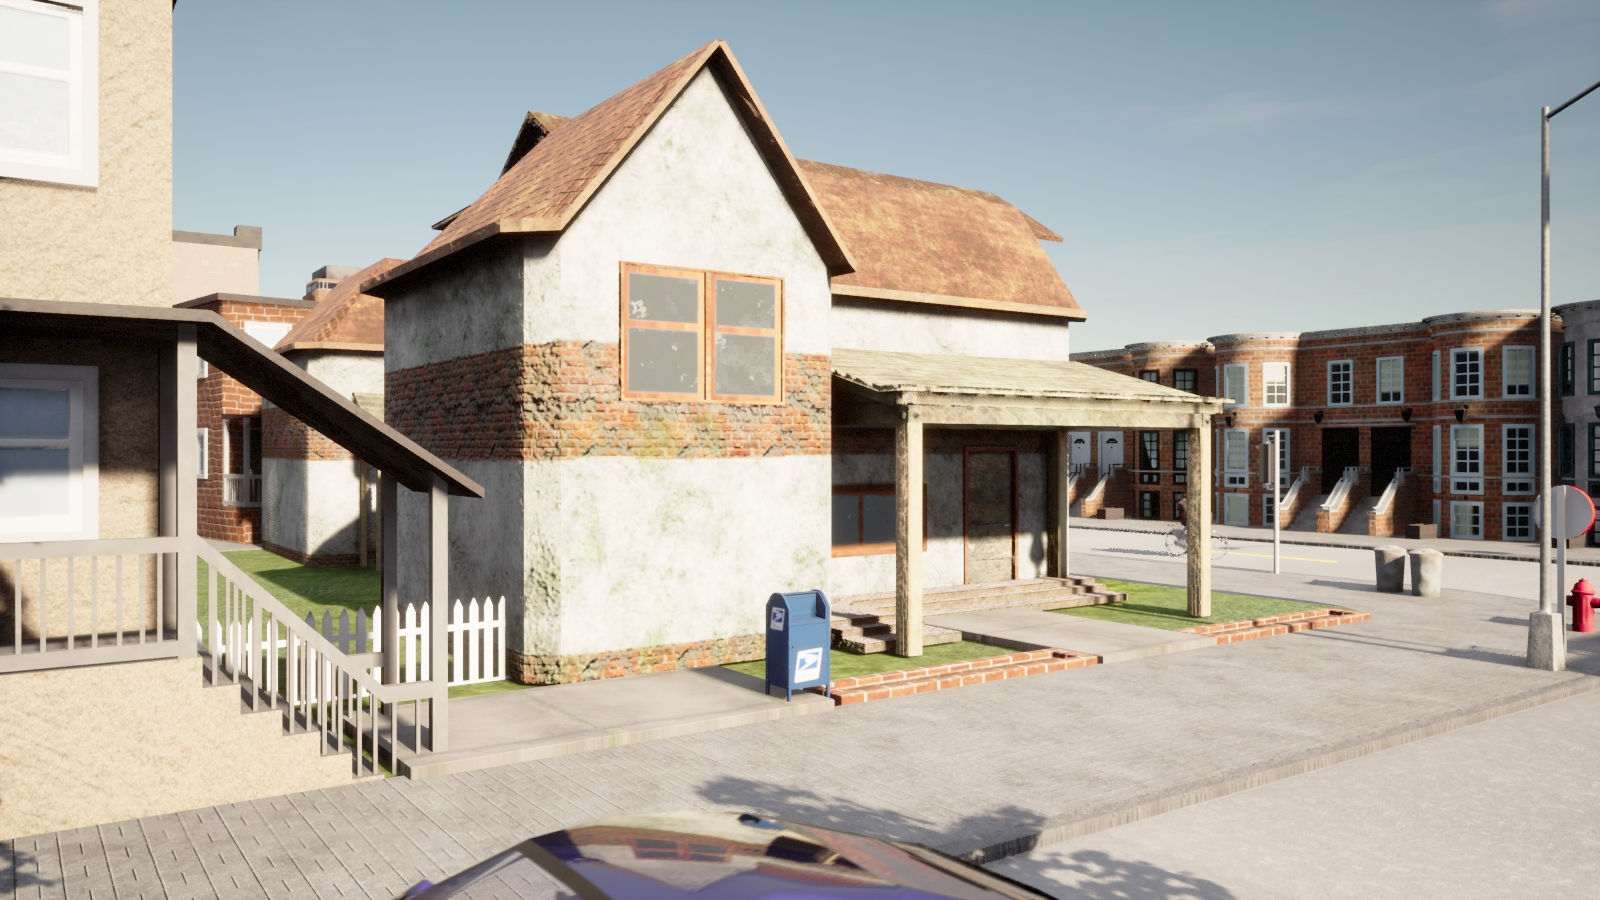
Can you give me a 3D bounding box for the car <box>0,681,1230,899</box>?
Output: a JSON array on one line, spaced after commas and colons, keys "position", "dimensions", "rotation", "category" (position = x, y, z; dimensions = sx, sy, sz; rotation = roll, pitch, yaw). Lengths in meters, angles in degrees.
[{"position": [-0.660, 1.897, 3.934], "dimensions": [4.181, 1.385, 1.994], "rotation": [0, 0, -35], "category": "car"}]
